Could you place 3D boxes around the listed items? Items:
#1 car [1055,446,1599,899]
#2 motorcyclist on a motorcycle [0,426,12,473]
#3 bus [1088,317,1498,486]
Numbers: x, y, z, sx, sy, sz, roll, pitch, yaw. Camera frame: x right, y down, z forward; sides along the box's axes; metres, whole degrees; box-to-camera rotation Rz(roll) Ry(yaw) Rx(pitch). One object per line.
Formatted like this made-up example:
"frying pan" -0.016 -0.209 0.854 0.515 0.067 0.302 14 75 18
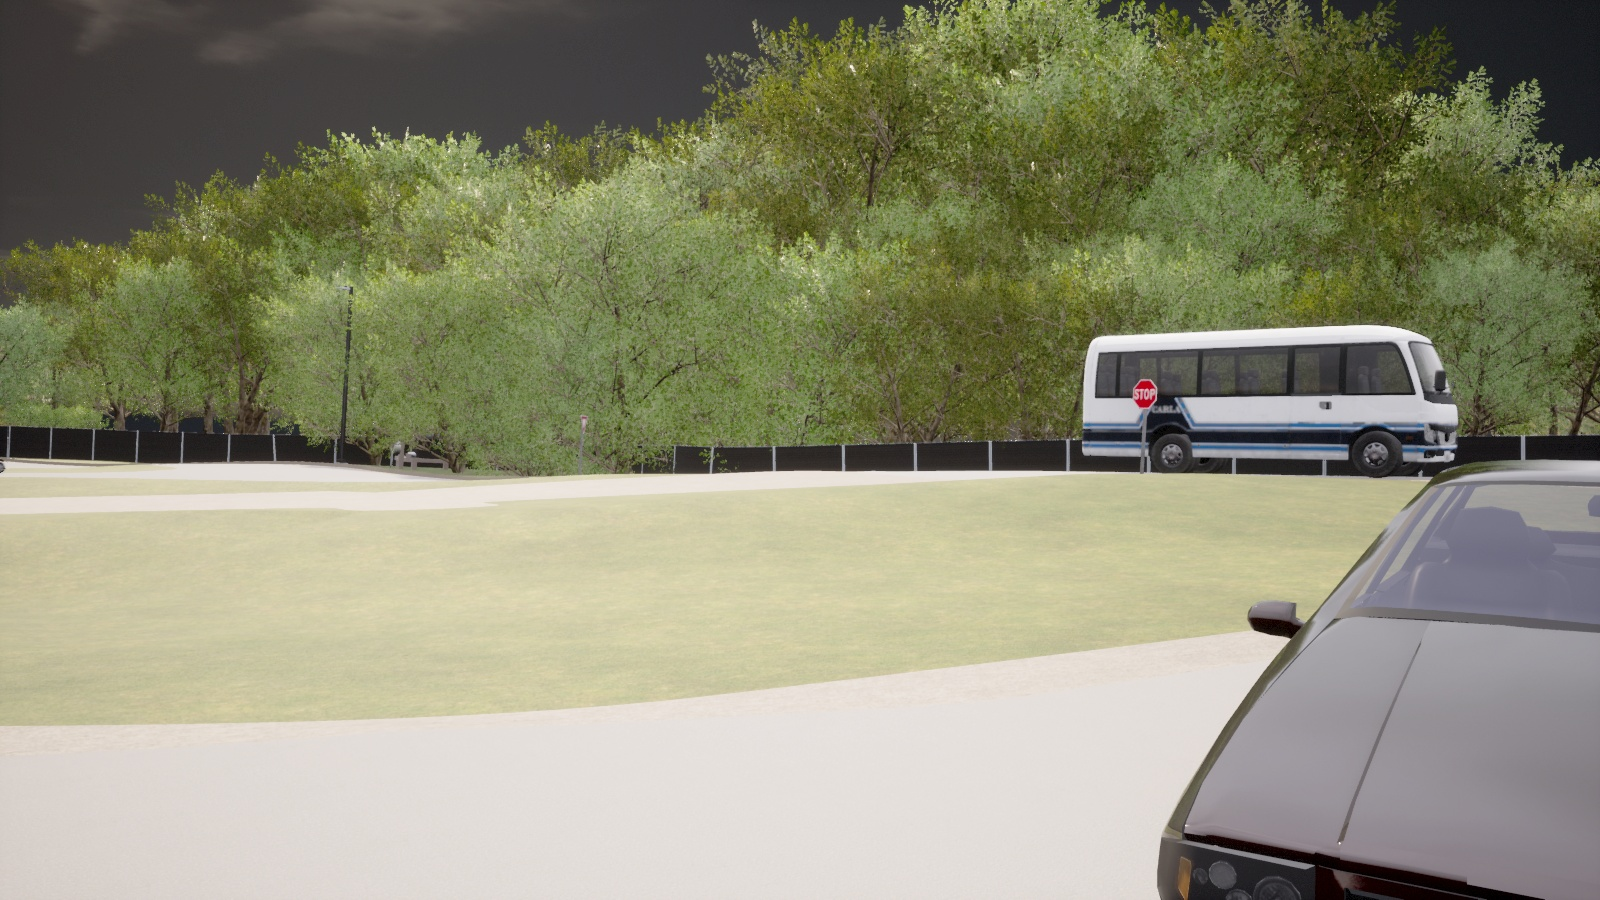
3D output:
"car" 2.823 0.751 4.234 2.033 1.411 5.357 2 2 33
"motorcyclist on a motorcycle" -27.738 -0.036 42.431 1.817 1.590 0.866 2 -2 -35
"bus" 13.959 -1.336 36.291 10.273 4.253 3.944 1 2 39
